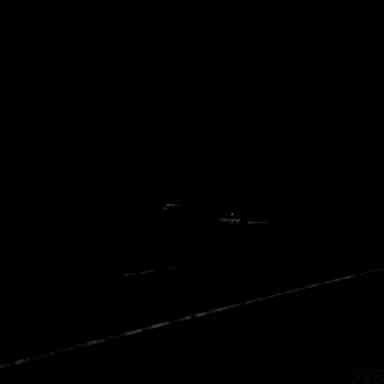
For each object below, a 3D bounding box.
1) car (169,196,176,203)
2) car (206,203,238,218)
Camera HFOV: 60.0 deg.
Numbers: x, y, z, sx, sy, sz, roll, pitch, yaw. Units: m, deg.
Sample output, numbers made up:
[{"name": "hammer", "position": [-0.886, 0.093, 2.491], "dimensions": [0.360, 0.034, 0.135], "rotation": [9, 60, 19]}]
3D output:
[{"name": "car", "position": [-3.854, 1.343, 58.385], "dimensions": [1.895, 1.301, 4.718], "rotation": [2, 2, -11]}, {"name": "car", "position": [3.092, 1.930, 35.397], "dimensions": [2.128, 1.511, 4.902], "rotation": [2, 0, -23]}]
